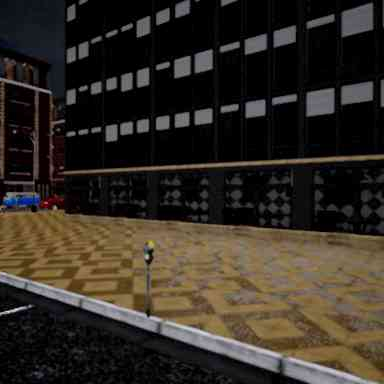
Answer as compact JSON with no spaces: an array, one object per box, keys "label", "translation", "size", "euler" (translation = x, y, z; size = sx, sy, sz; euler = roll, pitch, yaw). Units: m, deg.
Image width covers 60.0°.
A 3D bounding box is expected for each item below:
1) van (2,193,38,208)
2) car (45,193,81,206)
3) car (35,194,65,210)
[{"label":"van","translation":[-20.422,0.965,39.891],"size":[1.690,1.788,3.998],"euler":[1,1,35]},{"label":"car","translation":[-17.187,0.994,44.532],"size":[1.967,1.590,4.097],"euler":[1,1,35]},{"label":"car","translation":[-13.946,1.201,35.408],"size":[1.887,1.381,4.507],"euler":[1,1,35]}]
